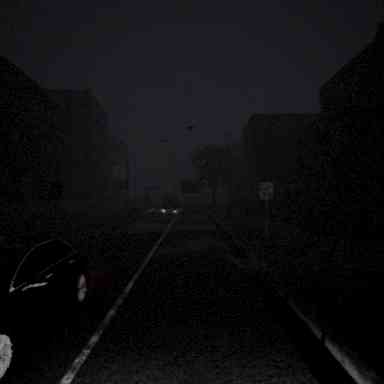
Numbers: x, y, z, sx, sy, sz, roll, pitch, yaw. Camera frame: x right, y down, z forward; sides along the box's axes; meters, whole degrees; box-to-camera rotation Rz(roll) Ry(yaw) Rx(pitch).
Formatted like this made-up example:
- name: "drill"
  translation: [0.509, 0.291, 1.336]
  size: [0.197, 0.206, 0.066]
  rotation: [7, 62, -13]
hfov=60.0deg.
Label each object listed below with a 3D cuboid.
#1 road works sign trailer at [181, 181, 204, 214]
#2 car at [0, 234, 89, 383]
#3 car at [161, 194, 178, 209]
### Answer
- name: "road works sign trailer"
  translation: [-0.011, 0.563, 36.037]
  size: [2.380, 3.560, 2.880]
  rotation: [0, 0, 0]
- name: "car"
  translation: [-3.103, 1.519, 5.273]
  size: [1.837, 1.490, 4.892]
  rotation: [0, 0, 0]
- name: "car"
  translation: [-3.176, 1.336, 48.532]
  size: [2.150, 2.045, 5.566]
  rotation: [0, 0, 0]
